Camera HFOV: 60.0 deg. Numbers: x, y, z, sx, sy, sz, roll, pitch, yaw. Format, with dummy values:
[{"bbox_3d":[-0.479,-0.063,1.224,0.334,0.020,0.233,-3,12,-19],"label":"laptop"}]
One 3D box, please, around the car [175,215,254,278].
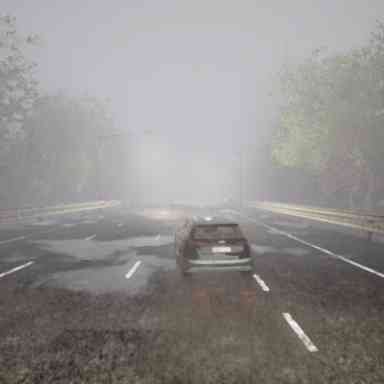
[{"bbox_3d":[0.511,1.521,10.465,2.033,1.649,4.856,-1,-1,-6],"label":"car"}]
